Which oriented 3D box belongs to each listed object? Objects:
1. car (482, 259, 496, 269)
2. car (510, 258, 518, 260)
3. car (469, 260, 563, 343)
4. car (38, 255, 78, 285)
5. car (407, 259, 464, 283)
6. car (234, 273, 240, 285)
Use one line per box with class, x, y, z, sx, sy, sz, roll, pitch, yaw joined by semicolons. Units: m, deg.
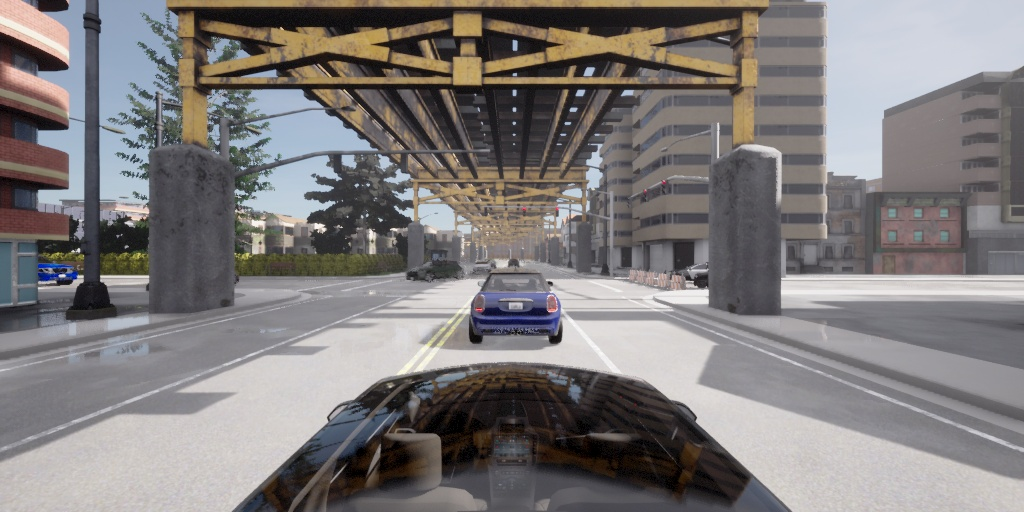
car;-3.406;1.200;54.904;1.812;1.442;4.674;0;0;0
car;0.285;1.177;62.456;1.837;1.490;4.892;0;0;0
car;0.100;1.093;9.833;2.097;1.767;4.553;0;0;1
car;-31.010;0.875;22.548;5.566;2.045;2.150;1;0;1
car;-5.895;1.055;27.903;2.097;1.767;4.553;0;0;38
car;-19.795;1.207;22.481;4.674;1.442;1.812;0;0;0
